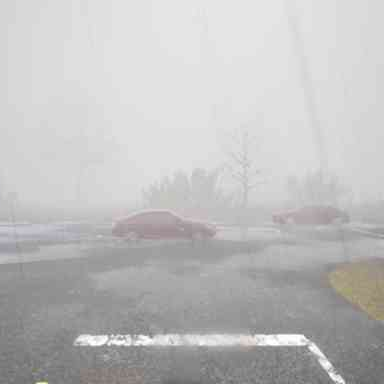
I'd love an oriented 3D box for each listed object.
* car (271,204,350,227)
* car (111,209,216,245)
[{"bbox_3d":[7.853,1.541,22.245,5.008,1.535,1.882,0,0,-2],"label":"car"},{"bbox_3d":[-1.256,1.515,14.991,4.674,1.442,1.812,0,0,-1],"label":"car"}]
